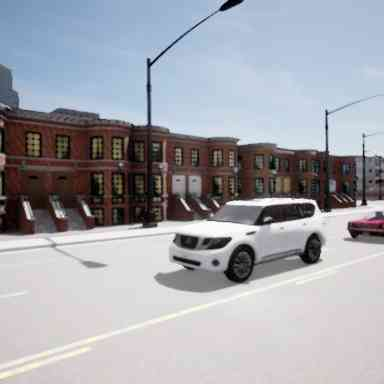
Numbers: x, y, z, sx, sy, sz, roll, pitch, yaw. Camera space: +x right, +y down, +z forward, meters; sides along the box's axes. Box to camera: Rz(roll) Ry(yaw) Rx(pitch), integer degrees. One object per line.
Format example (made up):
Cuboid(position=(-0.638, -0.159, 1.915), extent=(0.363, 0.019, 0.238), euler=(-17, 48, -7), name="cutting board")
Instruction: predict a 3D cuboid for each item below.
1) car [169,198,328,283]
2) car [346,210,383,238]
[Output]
Cuboid(position=(1.961, 1.238, 10.201), extent=(5.566, 2.045, 2.150), euler=(0, 0, -39), name="car")
Cuboid(position=(9.537, 1.561, 16.369), extent=(4.718, 1.301, 1.895), euler=(0, 0, -39), name="car")
